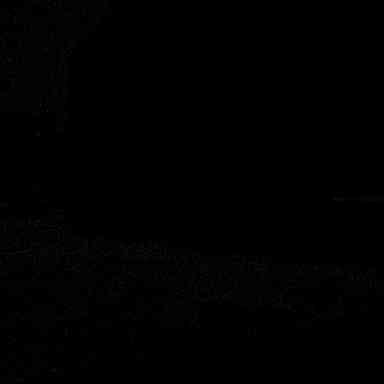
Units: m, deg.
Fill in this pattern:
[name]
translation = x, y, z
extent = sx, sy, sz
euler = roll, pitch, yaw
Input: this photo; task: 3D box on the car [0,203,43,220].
[car]
translation = -14.826, 1.569, 27.341
extent = 1.752, 1.417, 4.829
euler = -1, -1, 36
